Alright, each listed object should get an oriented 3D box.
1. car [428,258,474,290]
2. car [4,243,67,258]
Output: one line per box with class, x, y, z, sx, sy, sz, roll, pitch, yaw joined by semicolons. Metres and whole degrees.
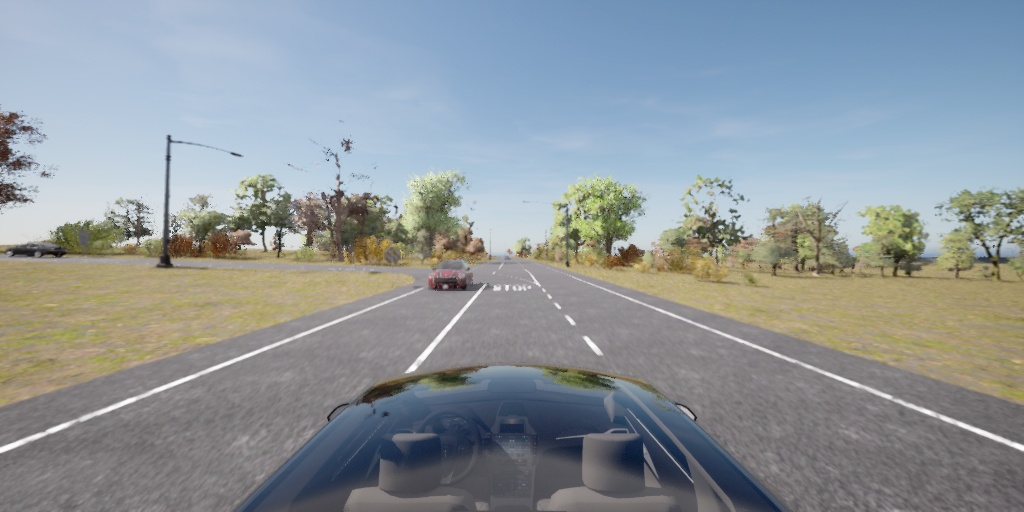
car;-3.476;1.028;21.025;2.097;1.767;4.553;0;0;0
car;-49.299;-0.603;37.162;4.892;1.490;1.837;2;0;0
